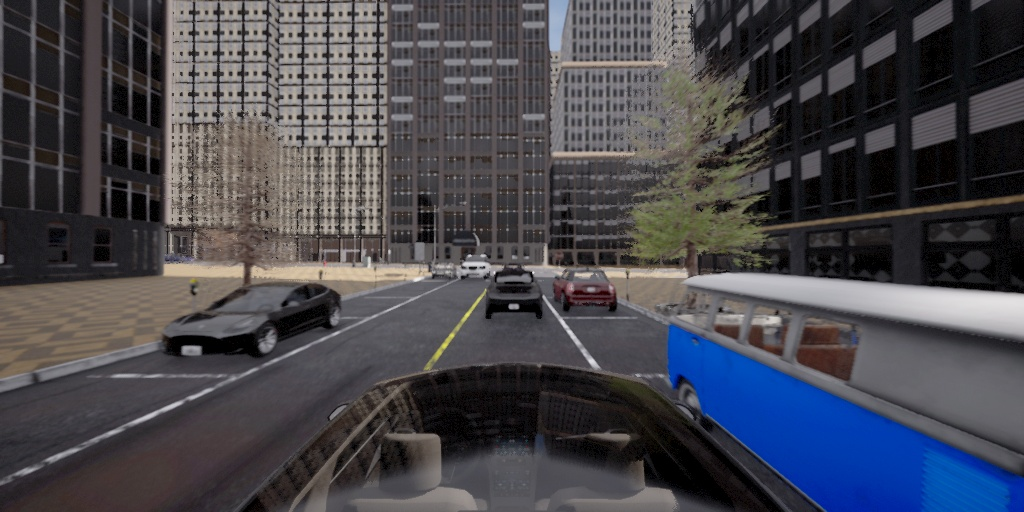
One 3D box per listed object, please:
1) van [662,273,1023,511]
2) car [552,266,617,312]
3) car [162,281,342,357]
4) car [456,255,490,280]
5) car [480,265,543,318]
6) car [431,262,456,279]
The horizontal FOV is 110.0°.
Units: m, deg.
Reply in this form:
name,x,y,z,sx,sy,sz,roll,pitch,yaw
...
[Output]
name,x,y,z,sx,sy,sz,roll,pitch,yaw
van,2.693,1.088,2.891,1.690,1.789,3.998,0,0,0
car,2.698,1.161,14.174,1.967,1.591,4.097,0,0,0
car,-5.686,1.301,8.544,1.948,1.339,4.313,0,0,0
car,-3.050,0.907,30.747,2.150,2.045,5.566,0,0,0
car,0.074,1.230,12.925,1.837,1.490,4.892,0,0,0
car,-5.805,1.233,31.113,2.007,1.370,4.403,0,0,0
